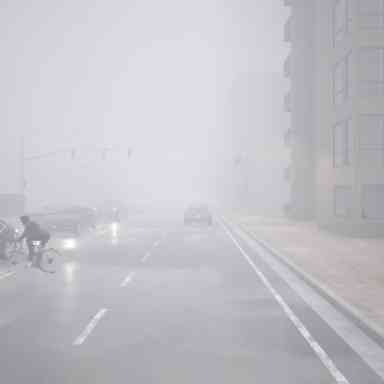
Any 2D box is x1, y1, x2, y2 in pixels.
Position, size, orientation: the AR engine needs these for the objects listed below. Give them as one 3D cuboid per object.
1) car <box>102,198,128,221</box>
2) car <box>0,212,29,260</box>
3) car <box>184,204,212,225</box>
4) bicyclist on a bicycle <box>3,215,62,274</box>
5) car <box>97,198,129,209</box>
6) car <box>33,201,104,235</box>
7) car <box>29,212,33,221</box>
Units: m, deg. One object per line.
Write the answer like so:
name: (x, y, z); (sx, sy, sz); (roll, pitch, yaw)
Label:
car: (-6.629, 1.352, 27.147); (2.097, 1.767, 4.553); (0, 0, 1)
car: (-6.976, 1.505, 9.674); (1.837, 1.490, 4.892); (0, 0, 1)
car: (0.427, 1.564, 24.048); (1.994, 1.385, 4.181); (0, 0, 1)
bicyclist on a bicycle: (-4.376, 1.455, 9.082); (1.656, 1.620, 0.582); (-2, 0, 1)
car: (-10.909, 1.564, 46.002); (4.181, 1.385, 1.994); (0, 0, 35)
car: (-6.822, 1.505, 18.978); (1.837, 1.490, 4.892); (0, 0, 1)
car: (-10.209, 1.601, 23.958); (1.895, 1.301, 4.718); (0, 0, 1)
